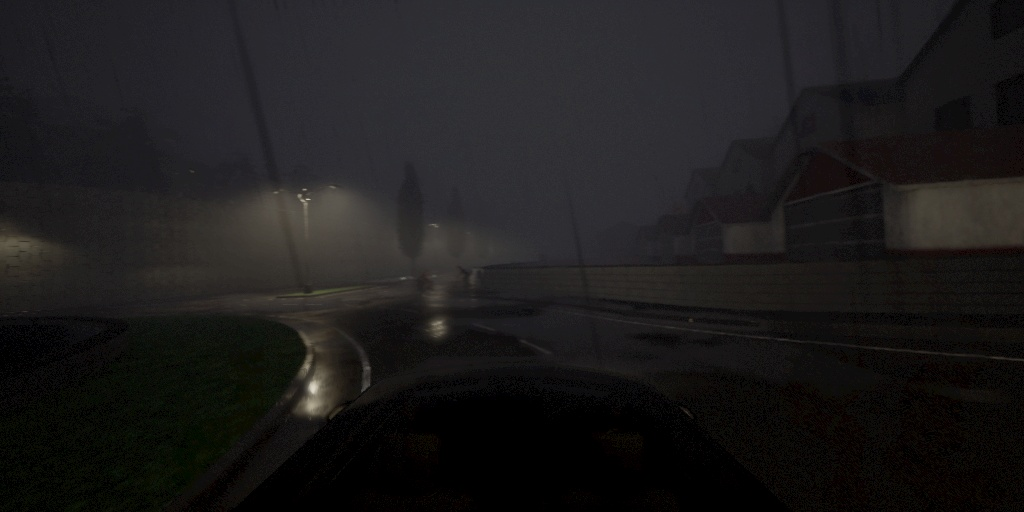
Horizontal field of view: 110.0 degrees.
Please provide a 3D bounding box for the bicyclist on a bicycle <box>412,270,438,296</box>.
[{"bbox_3d":[-5.553,1.711,22.847,1.656,1.620,0.582,-2,-1,-25],"label":"bicyclist on a bicycle"}]

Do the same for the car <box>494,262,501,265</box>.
[{"bbox_3d":[-2.403,2.057,58.598,1.812,1.442,4.674,-3,-1,11],"label":"car"}]

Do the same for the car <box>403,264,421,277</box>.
[{"bbox_3d":[-16.889,2.510,62.766,2.150,2.045,5.566,-3,-1,11],"label":"car"}]

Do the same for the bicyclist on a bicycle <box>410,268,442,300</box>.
[{"bbox_3d":[-6.417,2.093,26.866,0.582,1.656,1.620,-4,-46,52],"label":"bicyclist on a bicycle"}]

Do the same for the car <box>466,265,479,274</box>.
[{"bbox_3d":[-6.008,2.246,58.378,2.033,1.411,5.357,-3,-1,11],"label":"car"}]

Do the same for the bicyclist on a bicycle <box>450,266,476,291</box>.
[{"bbox_3d":[-3.155,1.449,22.958,1.656,1.620,0.582,-3,-1,-6],"label":"bicyclist on a bicycle"}]

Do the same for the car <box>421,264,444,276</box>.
[{"bbox_3d":[-13.435,2.452,62.190,2.097,1.767,4.553,-3,-1,11],"label":"car"}]
